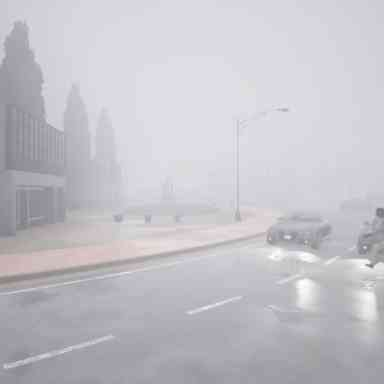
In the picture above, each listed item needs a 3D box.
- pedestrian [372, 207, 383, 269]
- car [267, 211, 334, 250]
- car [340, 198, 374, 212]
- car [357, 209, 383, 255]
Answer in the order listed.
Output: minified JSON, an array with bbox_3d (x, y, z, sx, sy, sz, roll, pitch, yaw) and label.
[{"bbox_3d":[5.244,1.294,9.110,0.375,1.860,0.375,0,0,41],"label":"pedestrian"},{"bbox_3d":[4.829,1.564,14.580,1.994,1.385,4.181,0,0,34],"label":"car"},{"bbox_3d":[19.268,1.492,39.151,2.128,1.511,4.902,0,0,-3],"label":"car"},{"bbox_3d":[7.589,1.563,12.490,1.994,1.385,4.181,0,0,35],"label":"car"}]
